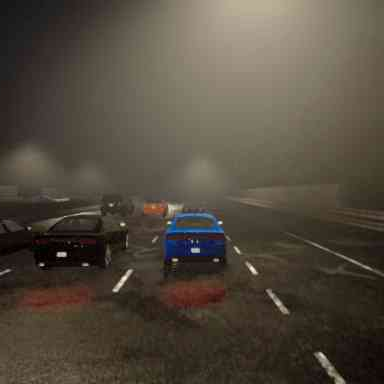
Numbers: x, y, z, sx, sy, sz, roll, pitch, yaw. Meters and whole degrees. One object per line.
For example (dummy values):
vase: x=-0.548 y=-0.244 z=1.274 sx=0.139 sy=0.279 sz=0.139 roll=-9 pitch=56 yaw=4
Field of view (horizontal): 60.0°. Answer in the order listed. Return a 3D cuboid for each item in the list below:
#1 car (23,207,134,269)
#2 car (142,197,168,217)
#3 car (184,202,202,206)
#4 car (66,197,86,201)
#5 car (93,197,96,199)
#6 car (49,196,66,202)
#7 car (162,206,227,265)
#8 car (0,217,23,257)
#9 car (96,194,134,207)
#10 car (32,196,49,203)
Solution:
car: x=-3.399 y=1.477 z=11.157 sx=1.882 sy=1.535 sz=5.008 roll=0 pitch=0 yaw=0
car: x=-3.402 y=1.360 z=31.571 sx=2.097 sy=1.767 sz=4.553 roll=0 pitch=0 yaw=0
car: x=0.101 y=1.608 z=30.393 sx=1.895 sy=1.301 sz=4.718 roll=0 pitch=0 yaw=0
car: x=-21.005 y=1.575 z=62.237 sx=2.033 sy=1.411 sz=5.357 roll=0 pitch=0 yaw=0
car: x=-17.508 y=1.577 z=62.308 sx=2.033 sy=1.411 sz=5.357 roll=0 pitch=0 yaw=0
car: x=-24.505 y=1.550 z=62.514 sx=1.812 sy=1.442 sz=4.674 roll=0 pitch=0 yaw=0
car: x=0.100 y=1.477 z=11.761 sx=1.882 sy=1.535 sz=5.008 roll=0 pitch=0 yaw=0
car: x=-6.904 y=1.547 z=11.202 sx=2.033 sy=1.411 sz=5.357 roll=0 pitch=0 yaw=0
car: x=-6.901 y=1.229 z=31.074 sx=2.150 sy=2.045 sz=5.566 roll=0 pitch=0 yaw=0
car: x=-28.002 y=1.550 z=62.024 sx=1.812 sy=1.442 sz=4.674 roll=0 pitch=0 yaw=0
